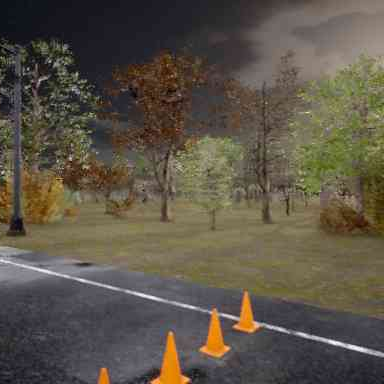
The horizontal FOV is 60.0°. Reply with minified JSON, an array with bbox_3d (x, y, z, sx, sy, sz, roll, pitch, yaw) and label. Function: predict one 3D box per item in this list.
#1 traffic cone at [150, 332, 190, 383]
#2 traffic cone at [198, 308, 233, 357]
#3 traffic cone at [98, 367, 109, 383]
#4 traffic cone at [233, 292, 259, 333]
[{"bbox_3d":[-0.259,1.970,3.966,0.340,0.580,0.340,0,0,36],"label":"traffic cone"},{"bbox_3d":[0.324,1.974,4.779,0.340,0.580,0.340,0,0,36],"label":"traffic cone"},{"bbox_3d":[-0.841,1.966,3.153,0.340,0.580,0.340,0,0,36],"label":"traffic cone"},{"bbox_3d":[0.907,1.977,5.591,0.340,0.580,0.340,0,0,36],"label":"traffic cone"}]
